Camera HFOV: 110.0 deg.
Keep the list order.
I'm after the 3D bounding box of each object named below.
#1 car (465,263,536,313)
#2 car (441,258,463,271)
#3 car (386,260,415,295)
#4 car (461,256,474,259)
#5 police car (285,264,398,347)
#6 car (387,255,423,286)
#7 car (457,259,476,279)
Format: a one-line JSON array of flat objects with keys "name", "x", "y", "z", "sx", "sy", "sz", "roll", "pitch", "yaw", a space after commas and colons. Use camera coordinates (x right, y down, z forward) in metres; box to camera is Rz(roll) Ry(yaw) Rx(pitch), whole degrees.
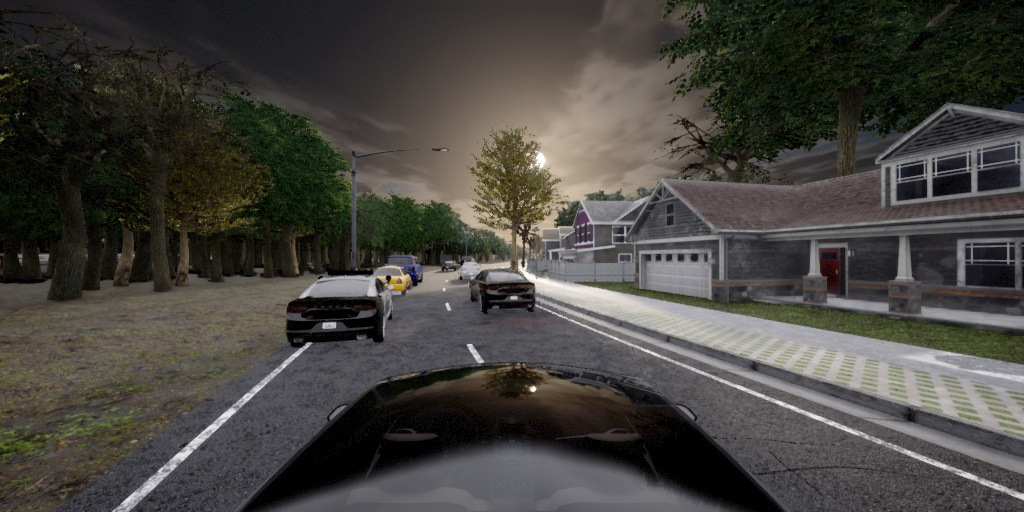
[{"name": "car", "x": -0.530, "y": 1.226, "z": 14.168, "sx": 1.882, "sy": 1.535, "sz": 5.008, "roll": 0, "pitch": 0, "yaw": -14}, {"name": "car", "x": -8.217, "y": 1.274, "z": 48.117, "sx": 1.812, "sy": 1.442, "sz": 4.674, "roll": 0, "pitch": 0, "yaw": 0}, {"name": "car", "x": -6.519, "y": 1.206, "z": 19.393, "sx": 1.801, "sy": 1.575, "sz": 5.366, "roll": 0, "pitch": 0, "yaw": -11}, {"name": "car", "x": -7.780, "y": 1.059, "z": 63.751, "sx": 2.150, "sy": 2.045, "sz": 5.566, "roll": 0, "pitch": -1, "yaw": 4}, {"name": "police car", "x": -4.282, "y": 1.175, "z": 9.611, "sx": 1.930, "sy": 1.638, "sz": 5.238, "roll": 0, "pitch": 0, "yaw": -15}, {"name": "car", "x": -7.524, "y": 0.975, "z": 25.117, "sx": 2.150, "sy": 2.045, "sz": 5.566, "roll": 0, "pitch": 0, "yaw": -9}, {"name": "car", "x": -3.659, "y": 1.272, "z": 31.950, "sx": 1.812, "sy": 1.442, "sz": 4.674, "roll": 0, "pitch": 0, "yaw": -7}]
